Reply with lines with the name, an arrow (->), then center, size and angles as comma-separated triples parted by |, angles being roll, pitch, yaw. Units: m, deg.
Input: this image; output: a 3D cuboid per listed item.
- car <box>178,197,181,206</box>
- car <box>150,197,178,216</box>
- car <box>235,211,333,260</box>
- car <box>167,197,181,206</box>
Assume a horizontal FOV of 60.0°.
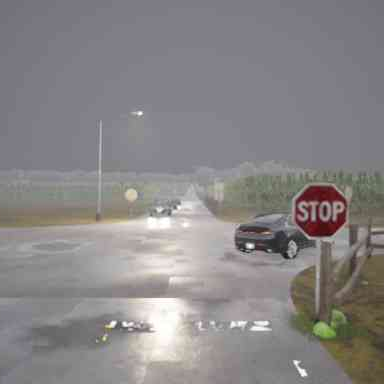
car -> -2.725, 1.418, 41.211 | 2.033, 1.411, 5.357 | 0, 0, 0
car -> -2.763, 1.368, 30.783 | 2.128, 1.511, 4.902 | 0, 0, 1
car -> 3.528, 1.466, 12.359 | 1.837, 1.490, 4.892 | -2, -2, 43
car -> -2.687, 1.472, 51.333 | 1.895, 1.301, 4.718 | 0, 0, 0
